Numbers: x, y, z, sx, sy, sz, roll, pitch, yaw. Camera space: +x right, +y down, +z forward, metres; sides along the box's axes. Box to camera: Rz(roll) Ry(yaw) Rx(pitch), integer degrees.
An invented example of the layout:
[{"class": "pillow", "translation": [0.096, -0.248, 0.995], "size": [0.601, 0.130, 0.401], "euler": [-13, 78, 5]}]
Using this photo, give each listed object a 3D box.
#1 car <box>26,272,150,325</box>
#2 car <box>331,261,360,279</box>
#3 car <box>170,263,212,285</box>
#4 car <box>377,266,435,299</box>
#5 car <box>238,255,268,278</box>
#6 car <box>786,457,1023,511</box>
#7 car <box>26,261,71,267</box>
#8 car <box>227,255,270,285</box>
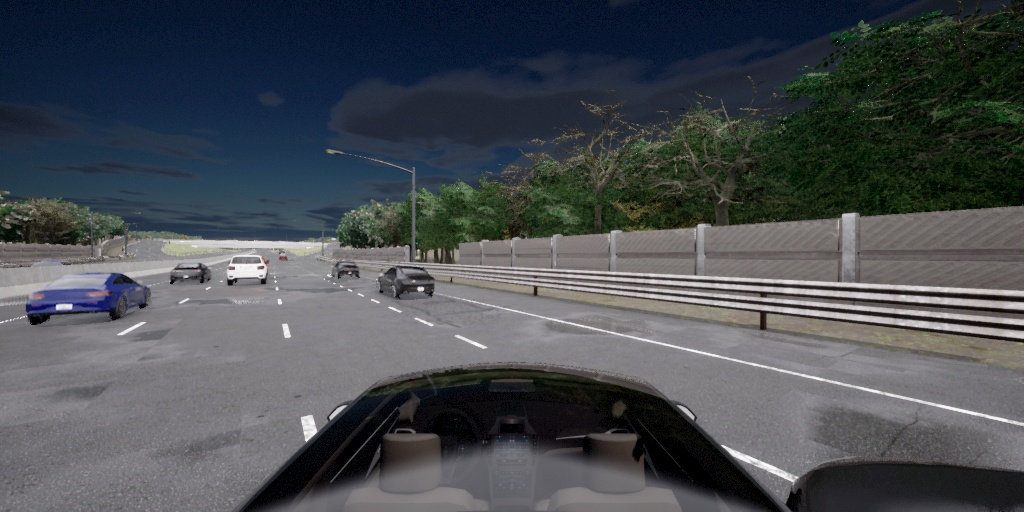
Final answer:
[{"class": "car", "translation": [-13.881, 1.272, 11.993], "size": [1.812, 1.442, 4.674], "euler": [0, 0, -34]}, {"class": "car", "translation": [-15.366, 1.237, 32.995], "size": [1.837, 1.490, 4.892], "euler": [0, 0, -34]}, {"class": "car", "translation": [-23.710, 1.223, 26.583], "size": [2.128, 1.511, 4.902], "euler": [0, 0, -34]}, {"class": "car", "translation": [-5.528, 1.252, 18.383], "size": [1.837, 1.490, 4.892], "euler": [0, 0, -34]}, {"class": "car", "translation": [-25.117, 0.947, 34.975], "size": [2.150, 2.045, 5.566], "euler": [0, 0, -34]}, {"class": "car", "translation": [2.984, 1.315, 0.547], "size": [4.181, 1.385, 1.994], "euler": [0, 0, 34]}, {"class": "car", "translation": [-39.080, 1.197, 30.313], "size": [1.882, 1.535, 5.008], "euler": [0, 0, -34]}, {"class": "car", "translation": [-19.124, 0.958, 26.034], "size": [2.150, 2.045, 5.566], "euler": [0, 0, -34]}]
